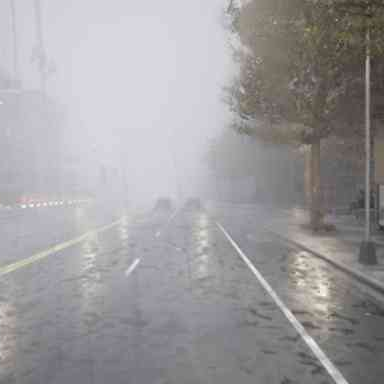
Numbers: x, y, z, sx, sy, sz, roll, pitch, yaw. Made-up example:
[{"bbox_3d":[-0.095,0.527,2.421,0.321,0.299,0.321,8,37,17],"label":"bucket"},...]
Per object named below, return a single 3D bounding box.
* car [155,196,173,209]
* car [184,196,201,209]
[{"bbox_3d":[-3.379,1.298,40.417,1.837,1.490,4.892,0,1,0],"label":"car"},{"bbox_3d":[0.119,1.293,41.367,1.837,1.490,4.892,0,1,0],"label":"car"}]
